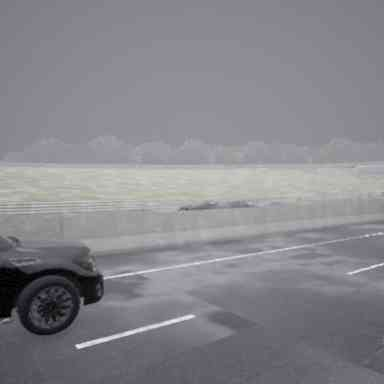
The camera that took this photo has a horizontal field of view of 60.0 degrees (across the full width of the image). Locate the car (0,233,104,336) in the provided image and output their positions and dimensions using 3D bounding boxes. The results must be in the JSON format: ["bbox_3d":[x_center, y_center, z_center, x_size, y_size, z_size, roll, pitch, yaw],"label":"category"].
[{"bbox_3d":[-4.225,1.218,5.027,5.566,2.045,2.150,1,0,-36],"label":"car"}]

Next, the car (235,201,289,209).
[{"bbox_3d":[5.813,1.430,25.363,4.674,1.442,1.812,-1,0,-36],"label":"car"}]

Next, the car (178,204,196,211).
[{"bbox_3d":[1.080,1.514,30.585,4.718,1.301,1.895,-1,0,-36],"label":"car"}]

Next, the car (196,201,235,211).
[{"bbox_3d":[3.311,1.457,27.878,5.357,1.411,2.033,-1,0,-36],"label":"car"}]
